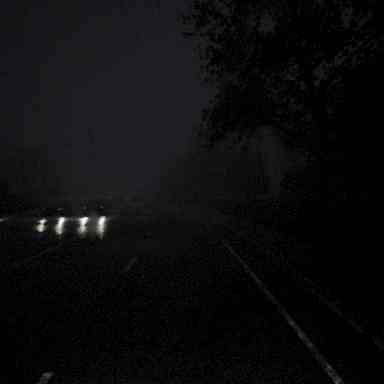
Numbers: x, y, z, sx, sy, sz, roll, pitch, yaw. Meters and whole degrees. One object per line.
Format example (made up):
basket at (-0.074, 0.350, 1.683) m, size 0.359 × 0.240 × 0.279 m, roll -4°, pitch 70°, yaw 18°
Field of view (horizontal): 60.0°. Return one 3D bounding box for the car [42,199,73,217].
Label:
car at (-12.536, 1.419, 31.252) m, size 1.882 × 1.535 × 5.008 m, roll 0°, pitch 0°, yaw -8°

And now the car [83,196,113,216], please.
car at (-9.096, 1.416, 31.912) m, size 1.882 × 1.535 × 5.008 m, roll 0°, pitch 0°, yaw -8°

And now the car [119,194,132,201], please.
car at (-15.369, 1.277, 76.562) m, size 1.994 × 1.385 × 4.181 m, roll 0°, pitch 0°, yaw -27°

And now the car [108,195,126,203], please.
car at (-14.873, 1.363, 66.736) m, size 2.128 × 1.511 × 4.902 m, roll 0°, pitch 0°, yaw -23°

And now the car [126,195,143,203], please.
car at (-11.217, 1.363, 67.023) m, size 2.128 × 1.511 × 4.902 m, roll 0°, pitch 0°, yaw -23°
